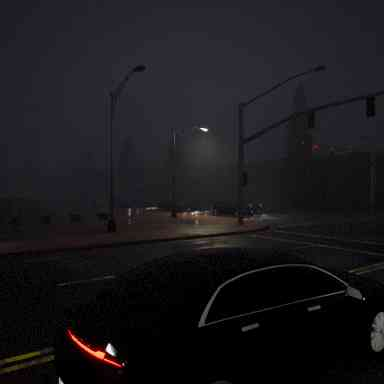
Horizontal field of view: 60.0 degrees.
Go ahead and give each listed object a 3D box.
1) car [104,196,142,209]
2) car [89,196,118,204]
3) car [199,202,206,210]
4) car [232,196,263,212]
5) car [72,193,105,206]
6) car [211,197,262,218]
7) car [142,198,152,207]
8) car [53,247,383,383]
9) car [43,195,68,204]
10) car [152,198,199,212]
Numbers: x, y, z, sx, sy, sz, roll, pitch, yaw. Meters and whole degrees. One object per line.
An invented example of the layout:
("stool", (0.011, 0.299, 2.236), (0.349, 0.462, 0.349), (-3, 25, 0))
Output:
("car", (-9.483, 1.526, 45.757), (4.674, 1.442, 1.812), (0, 0, 36))
("car", (-16.273, 1.478, 61.339), (5.008, 1.535, 1.882), (0, 0, 21))
("car", (-0.363, 1.505, 41.912), (1.837, 1.490, 4.892), (0, 0, -41))
("car", (5.231, 1.352, 34.765), (2.097, 1.767, 4.553), (0, 0, -37))
("car", (-16.722, 1.221, 54.019), (5.566, 2.045, 2.150), (0, 0, 20))
("car", (3.793, 1.505, 30.861), (1.837, 1.490, 4.892), (0, 0, -36))
("car", (-7.715, 1.564, 48.734), (4.181, 1.385, 1.994), (0, 0, 35))
("car", (0.823, 1.505, 4.384), (4.892, 1.490, 1.837), (0, 0, -35))
("car", (-26.230, 1.352, 63.806), (4.553, 1.767, 2.097), (0, 0, 9))
("car", (-2.015, 1.547, 38.683), (2.033, 1.411, 5.357), (0, 0, -39))
